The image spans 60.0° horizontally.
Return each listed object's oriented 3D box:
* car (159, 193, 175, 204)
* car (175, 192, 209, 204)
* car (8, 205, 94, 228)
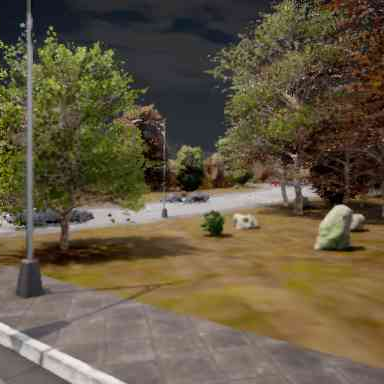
[{"bbox_3d":[-2.715,0.868,47.510,1.994,1.385,4.181,0,3,39],"label":"car"},{"bbox_3d":[0.389,0.764,45.785,2.128,1.511,4.902,0,3,39],"label":"car"},{"bbox_3d":[-9.304,1.535,22.362,2.033,1.411,5.357,0,0,39],"label":"car"}]
